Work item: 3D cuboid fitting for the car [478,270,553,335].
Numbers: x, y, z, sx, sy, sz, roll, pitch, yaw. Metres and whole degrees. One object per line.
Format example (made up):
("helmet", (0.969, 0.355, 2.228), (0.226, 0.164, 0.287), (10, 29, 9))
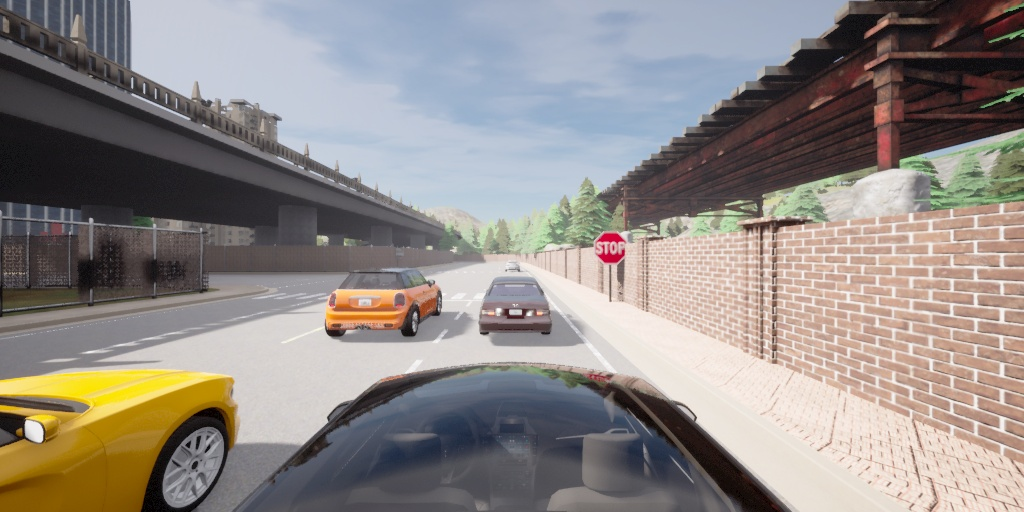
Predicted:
("car", (0.078, 1.297, 10.485), (2.033, 1.411, 5.357), (0, 0, 0))

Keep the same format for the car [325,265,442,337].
("car", (-3.423, 1.102, 10.463), (2.097, 1.767, 4.553), (0, 0, 0))

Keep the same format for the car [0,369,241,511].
("car", (-3.398, 1.228, 1.205), (1.882, 1.535, 5.008), (0, 0, 0))

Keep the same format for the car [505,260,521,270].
("car", (0.067, 1.276, 46.348), (1.812, 1.442, 4.674), (0, 0, -1))
